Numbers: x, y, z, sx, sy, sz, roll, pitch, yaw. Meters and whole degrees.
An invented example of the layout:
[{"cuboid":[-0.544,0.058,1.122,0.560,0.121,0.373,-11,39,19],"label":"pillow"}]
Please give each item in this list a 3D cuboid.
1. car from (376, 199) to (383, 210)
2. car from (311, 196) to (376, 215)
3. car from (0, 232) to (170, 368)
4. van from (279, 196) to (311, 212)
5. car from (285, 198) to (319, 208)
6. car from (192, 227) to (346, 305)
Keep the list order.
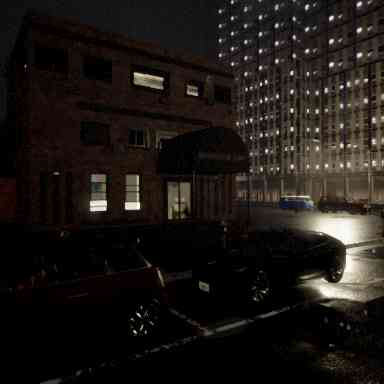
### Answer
[{"cuboid":[21.810,1.498,37.860,2.008,1.369,4.403,0,0,-35],"label":"car"},{"cuboid":[14.934,1.308,33.066,2.192,1.841,5.009,0,0,-35],"label":"car"},{"cuboid":[-2.442,1.440,4.826,4.097,1.590,1.967,0,0,-35],"label":"car"},{"cuboid":[11.765,1.326,37.611,1.690,1.788,3.998,0,0,-35],"label":"van"},{"cuboid":[15.472,1.514,46.950,1.802,1.307,4.206,0,0,-35],"label":"car"},{"cuboid":[2.022,1.565,8.078,4.313,1.339,1.947,0,0,-35],"label":"car"}]
